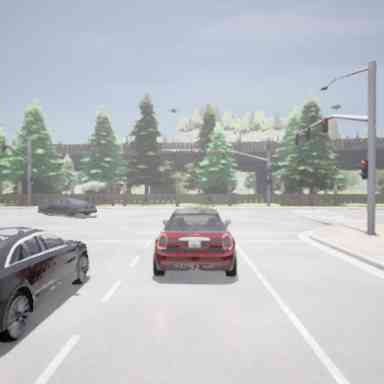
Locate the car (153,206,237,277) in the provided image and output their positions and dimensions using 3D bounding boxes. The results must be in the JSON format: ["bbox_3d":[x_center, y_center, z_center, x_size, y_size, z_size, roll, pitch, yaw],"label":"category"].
[{"bbox_3d":[0.139,1.239,10.057,2.097,1.767,4.553,0,1,2],"label":"car"}]

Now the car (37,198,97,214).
[{"bbox_3d":[-10.072,1.205,26.697,5.357,1.411,2.033,1,1,30],"label":"car"}]

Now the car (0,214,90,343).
[{"bbox_3d":[-3.438,1.420,6.305,2.128,1.511,4.902,0,1,0],"label":"car"}]
